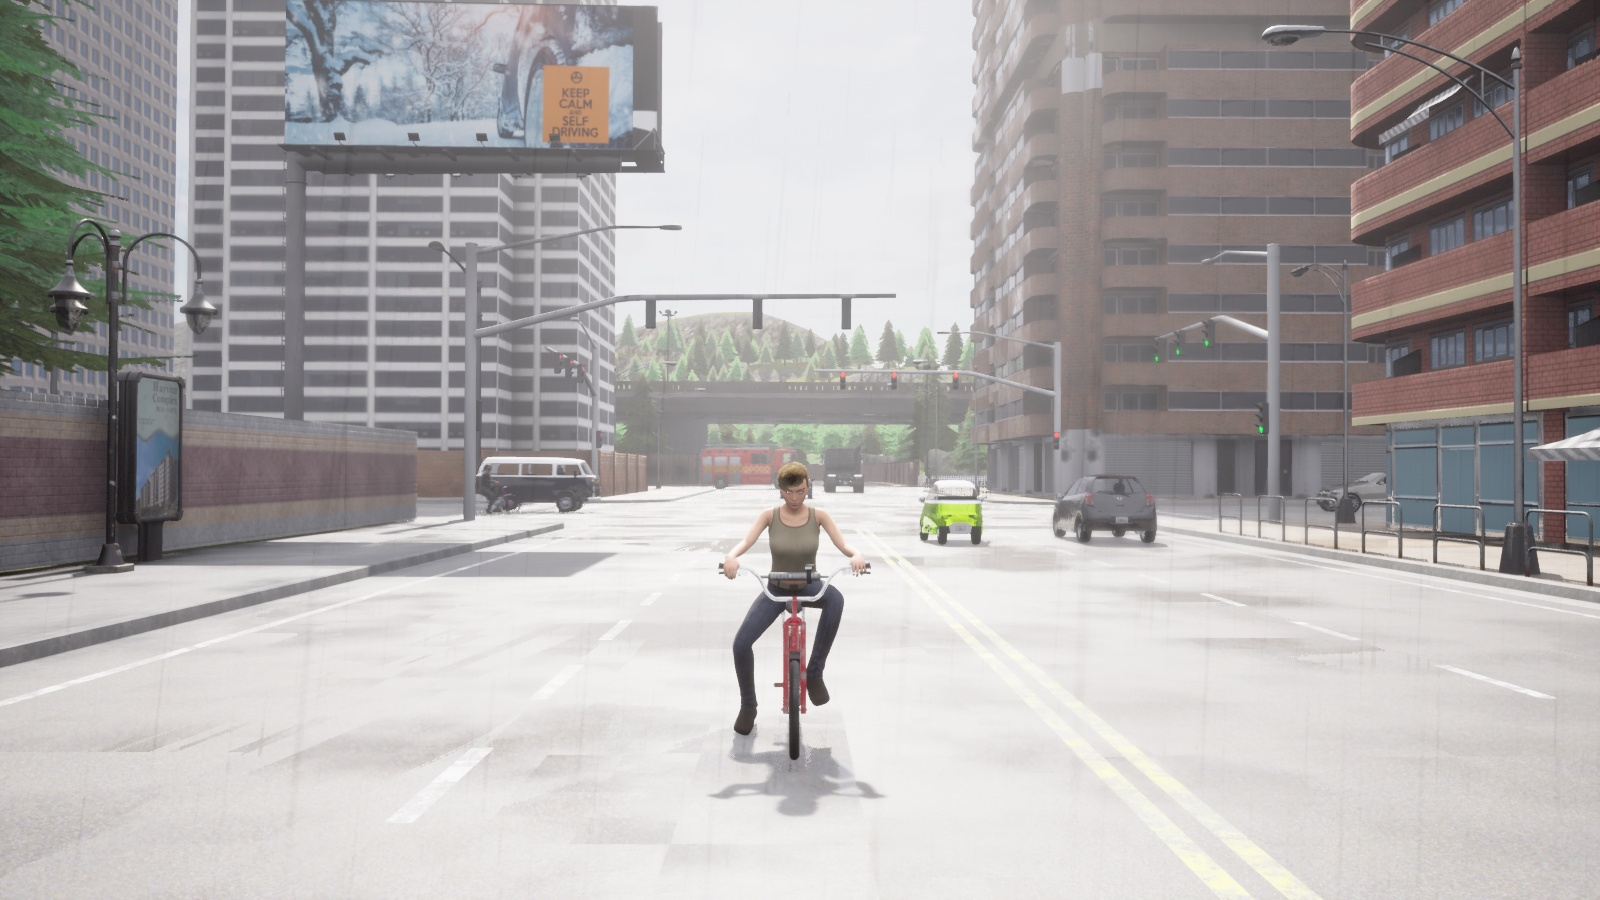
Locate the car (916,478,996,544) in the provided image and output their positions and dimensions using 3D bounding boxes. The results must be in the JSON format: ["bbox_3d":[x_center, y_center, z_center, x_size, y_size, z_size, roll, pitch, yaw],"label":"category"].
[{"bbox_3d":[3.426,1.322,27.811,1.481,1.376,2.207,0,-1,0],"label":"car"}]

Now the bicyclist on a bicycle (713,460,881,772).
[{"bbox_3d":[-0.027,0.873,7.275,0.866,1.612,1.509,0,-1,-1],"label":"bicyclist on a bicycle"}]

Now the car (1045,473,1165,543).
[{"bbox_3d":[6.923,1.284,28.835,1.845,1.501,3.633,0,-1,0],"label":"car"}]

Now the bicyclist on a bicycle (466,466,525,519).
[{"bbox_3d":[-10.416,1.448,43.027,1.843,1.776,0.659,0,-1,0],"label":"bicyclist on a bicycle"}]

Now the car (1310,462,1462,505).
[{"bbox_3d":[23.241,1.337,49.939,5.027,1.651,2.152,0,-1,0],"label":"car"}]

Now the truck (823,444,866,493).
[{"bbox_3d":[3.248,1.386,93.548,2.891,3.462,7.936,0,-1,0],"label":"truck"}]

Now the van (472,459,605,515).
[{"bbox_3d":[-9.644,1.356,46.527,4.480,2.038,2.069,0,-1,0],"label":"van"}]
